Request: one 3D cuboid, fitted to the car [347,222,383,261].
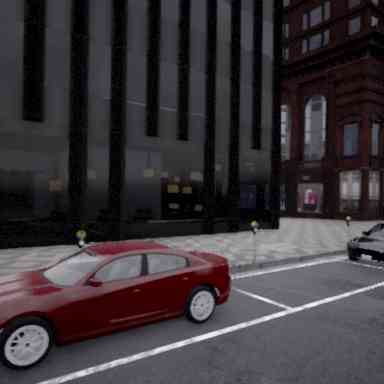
[{"bbox_3d":[7.315,1.737,11.797,4.313,1.339,1.947,1,0,-35],"label":"car"}]

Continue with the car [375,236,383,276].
[{"bbox_3d":[6.611,1.736,8.047,4.718,1.301,1.895,1,0,-36],"label":"car"}]

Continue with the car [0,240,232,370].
[{"bbox_3d":[-1.345,1.561,5.688,4.507,1.381,1.887,1,0,-35],"label":"car"}]
